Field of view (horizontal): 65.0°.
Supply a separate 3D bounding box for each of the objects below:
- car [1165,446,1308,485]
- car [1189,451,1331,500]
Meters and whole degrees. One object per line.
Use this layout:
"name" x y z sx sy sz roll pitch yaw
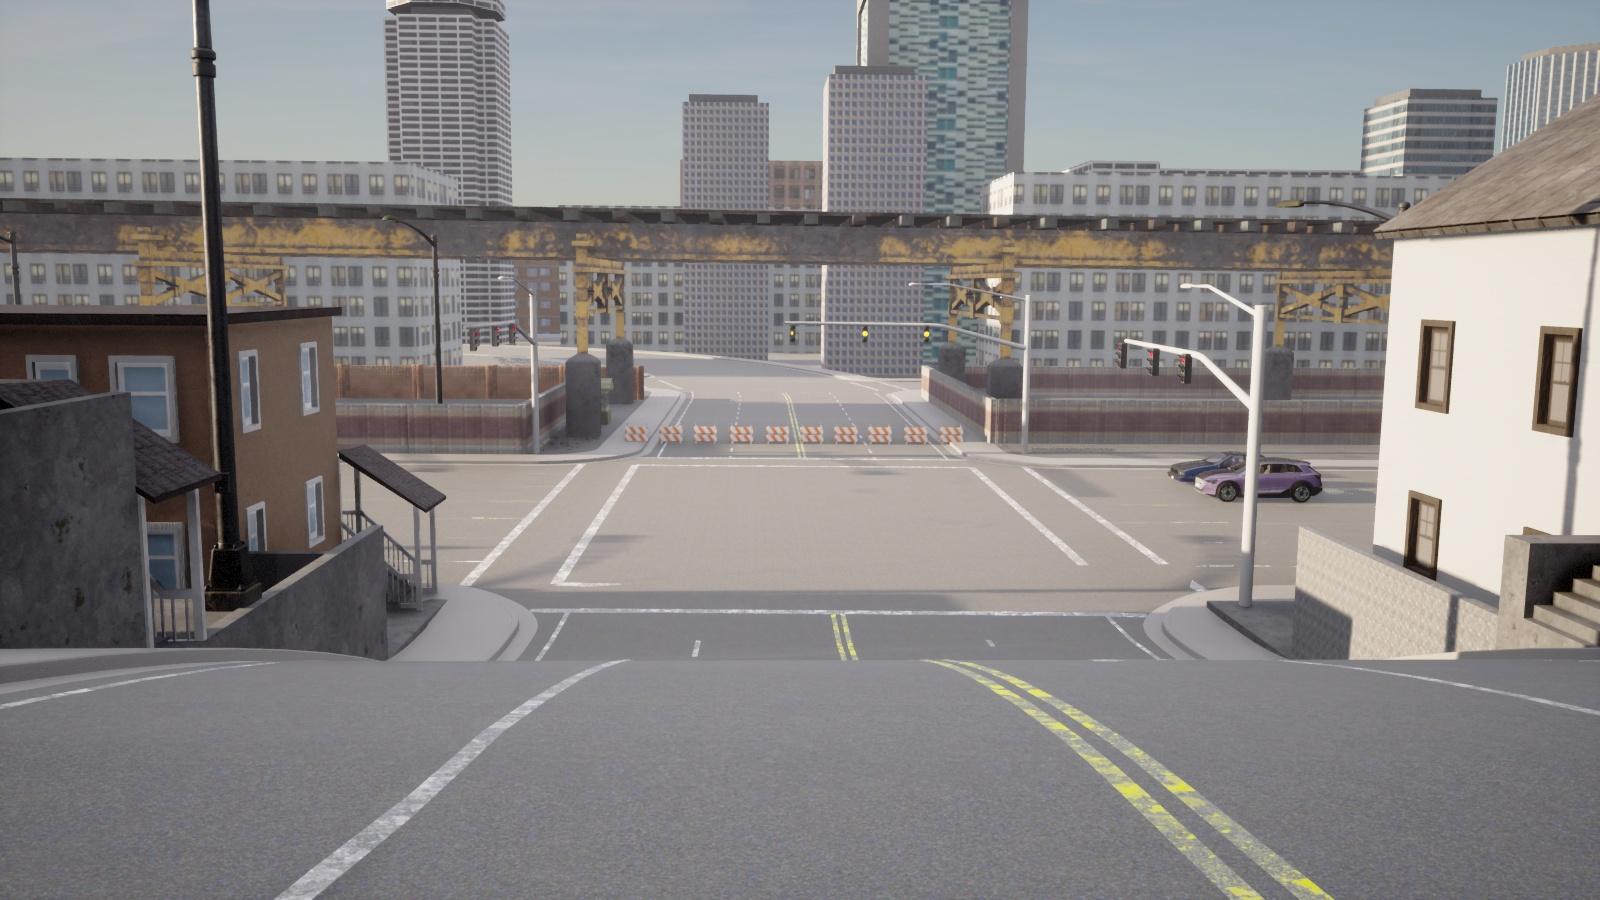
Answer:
"car" 18.584 0.645 53.630 5.357 1.411 2.033 0 8 0
"car" 18.320 0.991 50.140 4.856 1.649 2.033 0 8 0
